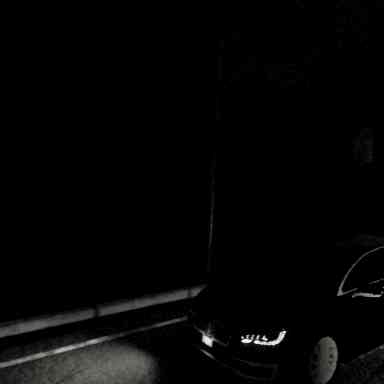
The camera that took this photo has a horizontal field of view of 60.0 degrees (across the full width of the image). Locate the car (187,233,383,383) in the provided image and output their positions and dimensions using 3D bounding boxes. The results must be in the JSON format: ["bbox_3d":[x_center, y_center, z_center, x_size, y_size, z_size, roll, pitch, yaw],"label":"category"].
[{"bbox_3d":[2.220,1.488,5.258,4.892,1.490,1.837,-1,0,-33],"label":"car"}]
